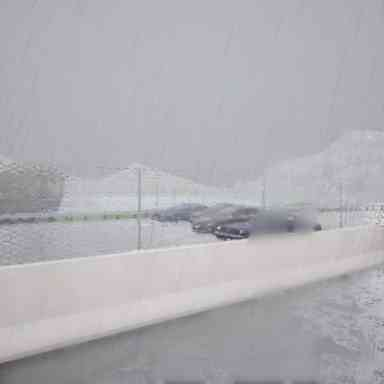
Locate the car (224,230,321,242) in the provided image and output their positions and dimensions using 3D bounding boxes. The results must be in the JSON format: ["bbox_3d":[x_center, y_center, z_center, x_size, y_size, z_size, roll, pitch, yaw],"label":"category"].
[{"bbox_3d":[3.325,1.604,14.412,4.718,1.301,1.895,0,0,-32],"label":"car"}]
